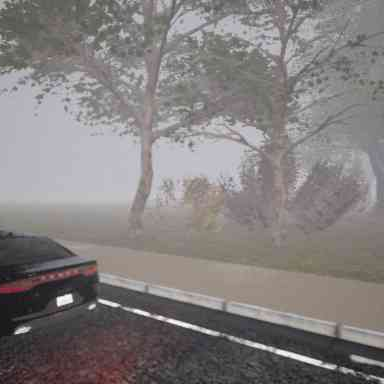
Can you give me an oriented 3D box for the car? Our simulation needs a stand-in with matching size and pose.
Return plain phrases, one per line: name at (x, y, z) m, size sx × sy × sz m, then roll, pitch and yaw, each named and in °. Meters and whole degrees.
car at (-3.939, 1.497, 6.479) m, size 5.008 × 1.535 × 1.882 m, roll 0°, pitch 0°, yaw 36°
